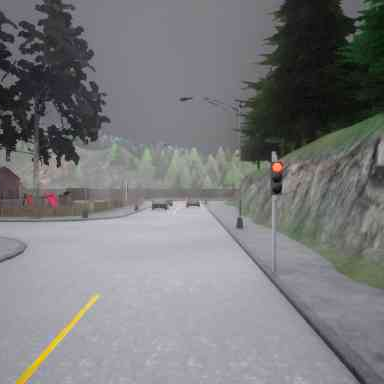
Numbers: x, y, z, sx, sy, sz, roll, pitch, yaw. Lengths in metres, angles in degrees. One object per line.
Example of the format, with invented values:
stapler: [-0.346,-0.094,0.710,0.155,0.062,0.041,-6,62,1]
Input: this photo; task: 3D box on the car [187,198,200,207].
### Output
car: [0.164,1.564,52.249,1.994,1.385,4.181,0,0,0]

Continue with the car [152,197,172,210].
car: [-4.040,1.478,42.853,1.882,1.535,5.008,0,0,0]
